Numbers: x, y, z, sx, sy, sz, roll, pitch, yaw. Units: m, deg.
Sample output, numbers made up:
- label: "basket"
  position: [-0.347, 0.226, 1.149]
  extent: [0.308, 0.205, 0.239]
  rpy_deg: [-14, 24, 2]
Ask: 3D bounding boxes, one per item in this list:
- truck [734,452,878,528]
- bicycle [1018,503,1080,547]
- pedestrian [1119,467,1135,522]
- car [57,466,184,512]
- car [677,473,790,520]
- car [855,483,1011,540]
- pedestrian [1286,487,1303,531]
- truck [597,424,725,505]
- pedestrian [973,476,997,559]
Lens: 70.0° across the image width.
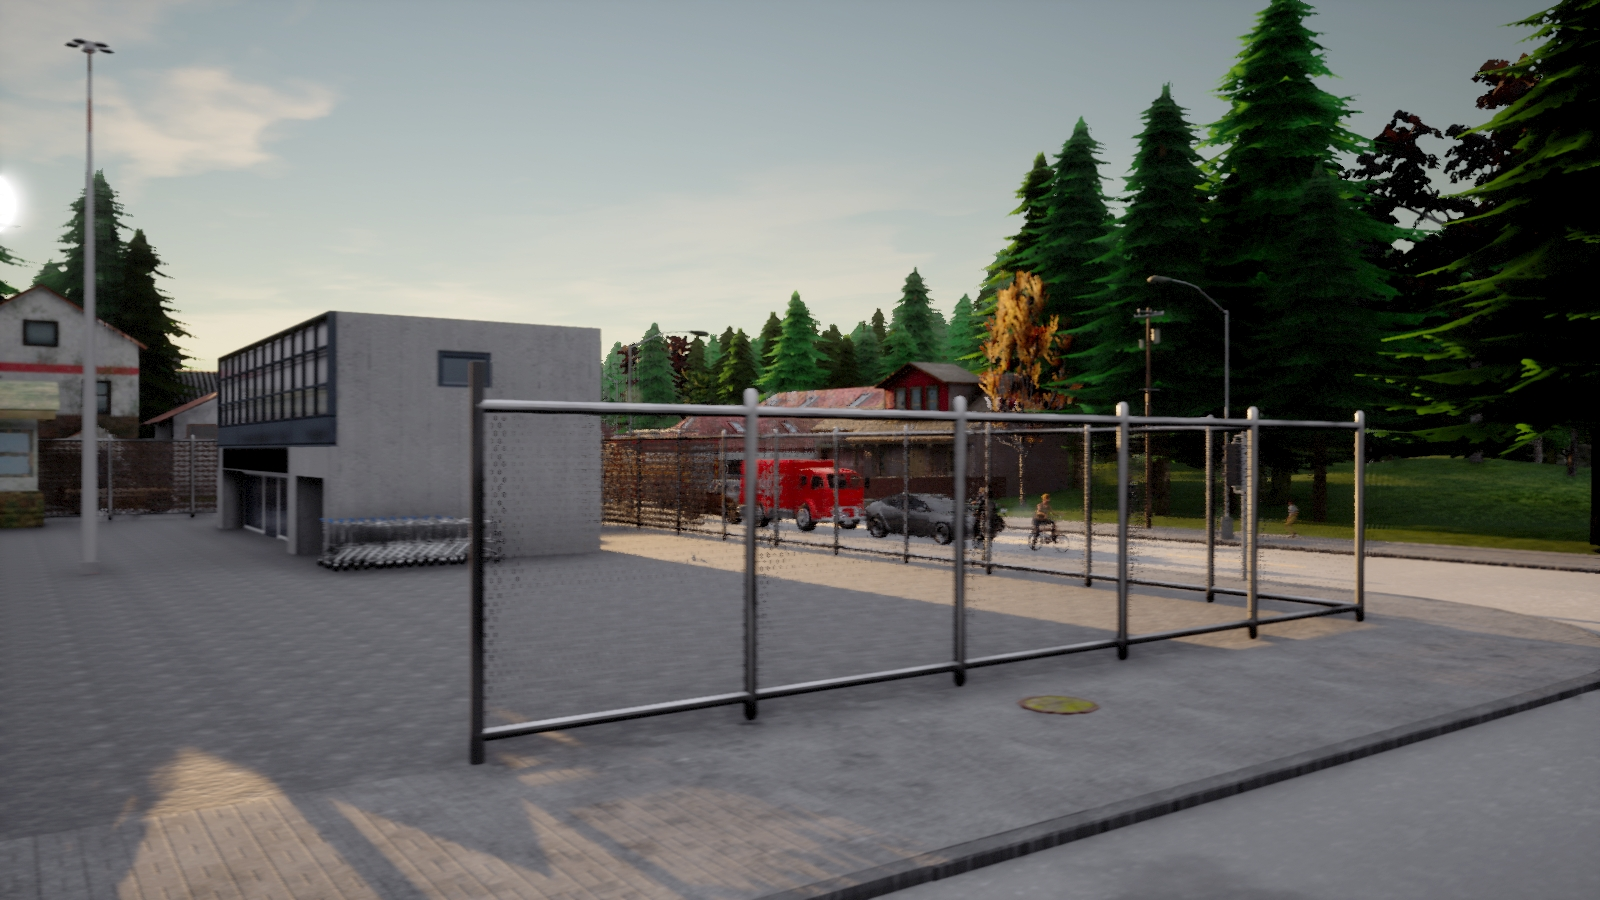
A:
- label: "truck"
  position: [0.139, 1.339, 40.916]
  extent: [2.627, 2.467, 5.204]
  rpy_deg: [0, 0, -35]
- label: "bicycle"
  position: [6.820, 2.036, 31.341]
  extent: [0.859, 1.080, 1.487]
  rpy_deg: [0, 0, -35]
- label: "pedestrian"
  position: [11.154, 1.525, 38.922]
  extent: [0.375, 1.860, 0.375]
  rpy_deg: [0, 0, -19]
- label: "car"
  position: [-29.335, 1.644, 49.380]
  extent: [4.605, 1.855, 1.932]
  rpy_deg: [0, 0, -34]
- label: "car"
  position: [-2.707, 1.775, 45.070]
  extent: [2.152, 1.651, 5.027]
  rpy_deg: [0, 0, -34]
- label: "car"
  position: [4.019, 1.843, 35.343]
  extent: [2.163, 1.488, 4.792]
  rpy_deg: [0, 0, -35]
- label: "pedestrian"
  position: [15.133, 1.806, 34.970]
  extent: [0.375, 1.300, 0.375]
  rpy_deg: [0, 0, -41]
- label: "truck"
  position: [-7.270, 0.671, 58.473]
  extent: [2.891, 3.827, 8.468]
  rpy_deg: [0, 0, -35]
- label: "pedestrian"
  position: [4.202, 1.516, 25.906]
  extent: [0.375, 1.860, 0.375]
  rpy_deg: [0, 0, -38]
